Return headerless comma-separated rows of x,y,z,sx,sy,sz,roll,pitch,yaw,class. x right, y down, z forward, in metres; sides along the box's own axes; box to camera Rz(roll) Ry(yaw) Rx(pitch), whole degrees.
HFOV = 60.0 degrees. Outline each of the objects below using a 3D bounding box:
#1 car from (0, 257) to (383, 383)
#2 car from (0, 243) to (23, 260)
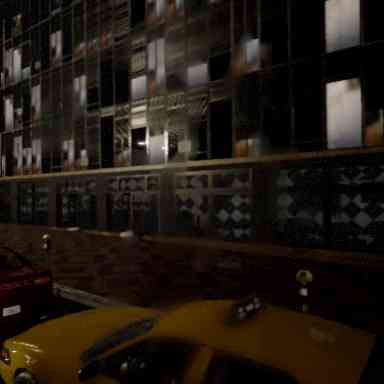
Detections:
0.186,1.518,2.721,4.829,1.417,1.752,0,-1,36,car
-4.316,1.503,5.930,4.507,1.381,1.887,0,-1,36,car
